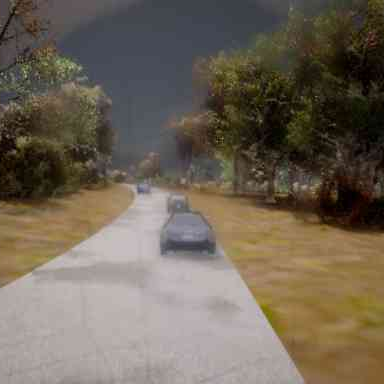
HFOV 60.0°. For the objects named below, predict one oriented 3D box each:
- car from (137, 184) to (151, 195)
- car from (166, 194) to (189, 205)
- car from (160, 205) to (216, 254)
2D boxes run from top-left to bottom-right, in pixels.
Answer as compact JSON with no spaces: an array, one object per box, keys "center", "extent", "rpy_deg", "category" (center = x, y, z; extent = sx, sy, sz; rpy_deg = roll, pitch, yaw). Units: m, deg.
[{"center":[-7.104,-0.456,49.185],"extent":[1.882,1.535,5.008],"rpy_deg":[2,3,-10],"category":"car"},{"center":[-1.255,0.869,28.359],"extent":[1.812,1.442,4.674],"rpy_deg":[1,3,-5],"category":"car"},{"center":[-0.205,1.419,12.967],"extent":[1.994,1.385,4.181],"rpy_deg":[0,1,-2],"category":"car"}]
